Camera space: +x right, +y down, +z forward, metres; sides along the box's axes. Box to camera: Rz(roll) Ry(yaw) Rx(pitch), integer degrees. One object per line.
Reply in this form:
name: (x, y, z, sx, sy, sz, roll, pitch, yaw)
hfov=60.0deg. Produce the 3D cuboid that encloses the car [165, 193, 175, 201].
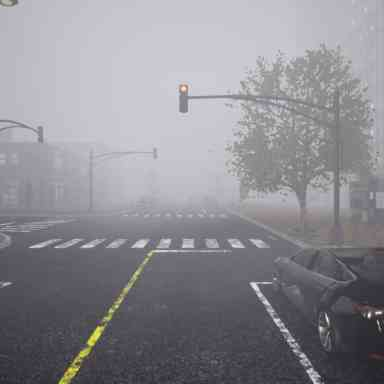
car: (-5.786, 1.324, 88.227, 2.192, 1.841, 5.009, 0, 0, 0)

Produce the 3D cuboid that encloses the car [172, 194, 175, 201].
car: (-5.780, 1.558, 82.675, 2.008, 1.369, 4.403, 0, 0, 0)

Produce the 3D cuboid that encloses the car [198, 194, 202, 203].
car: (2.625, 1.556, 60.483, 2.008, 1.369, 4.403, 0, 0, 0)

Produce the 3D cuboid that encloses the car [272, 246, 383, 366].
car: (2.688, 1.566, 5.801, 1.947, 1.339, 4.313, 0, 0, 0)

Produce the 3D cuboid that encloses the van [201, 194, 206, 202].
van: (2.639, 1.345, 49.382, 1.690, 1.788, 3.998, 0, 0, 0)

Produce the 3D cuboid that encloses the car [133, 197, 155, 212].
car: (-5.729, 1.584, 38.267, 1.802, 1.307, 4.206, 0, 0, 0)

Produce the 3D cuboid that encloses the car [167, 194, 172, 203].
car: (-5.767, 1.531, 71.404, 1.752, 1.417, 4.829, 0, 0, 0)

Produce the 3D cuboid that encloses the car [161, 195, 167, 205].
car: (-5.748, 1.555, 54.921, 2.008, 1.369, 4.403, 0, 0, 0)

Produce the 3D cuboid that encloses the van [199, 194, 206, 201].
van: (2.602, 1.349, 82.687, 1.690, 1.788, 3.998, 0, 0, 0)

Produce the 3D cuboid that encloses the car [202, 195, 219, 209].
car: (2.644, 1.528, 44.000, 1.752, 1.417, 4.829, 0, 0, 0)

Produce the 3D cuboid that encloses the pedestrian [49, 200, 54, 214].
pedestrian: (-12.783, 1.318, 30.262, 0.375, 1.300, 0.375, 0, -1, -1)

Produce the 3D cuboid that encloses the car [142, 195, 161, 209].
car: (-5.735, 1.318, 43.818, 2.192, 1.841, 5.009, 0, 0, 0)

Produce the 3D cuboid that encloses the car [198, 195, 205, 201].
car: (2.594, 1.534, 88.408, 1.752, 1.417, 4.829, 0, 0, 0)

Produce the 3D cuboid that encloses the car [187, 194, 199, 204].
car: (0.027, 1.569, 63.058, 1.994, 1.385, 4.181, 0, 0, 0)

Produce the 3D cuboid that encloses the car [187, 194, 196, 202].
car: (-0.088, 1.362, 79.487, 2.097, 1.767, 4.553, 0, 0, 0)
